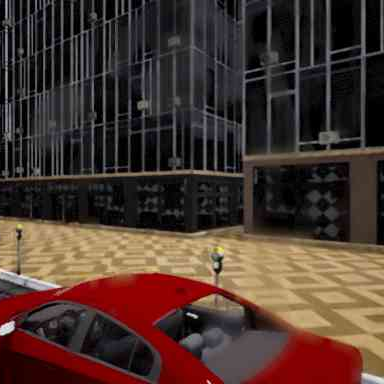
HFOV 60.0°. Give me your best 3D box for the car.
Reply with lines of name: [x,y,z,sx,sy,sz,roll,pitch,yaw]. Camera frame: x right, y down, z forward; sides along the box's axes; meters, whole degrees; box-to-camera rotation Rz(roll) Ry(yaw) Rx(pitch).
car: [-0.717,1.538,3.388,4.507,1.381,1.887,0,0,35]
